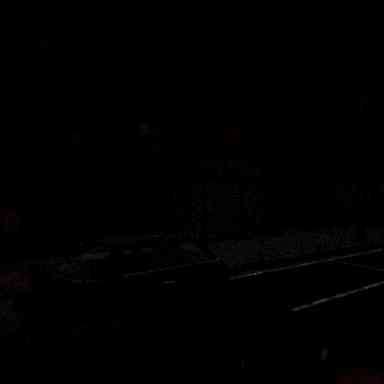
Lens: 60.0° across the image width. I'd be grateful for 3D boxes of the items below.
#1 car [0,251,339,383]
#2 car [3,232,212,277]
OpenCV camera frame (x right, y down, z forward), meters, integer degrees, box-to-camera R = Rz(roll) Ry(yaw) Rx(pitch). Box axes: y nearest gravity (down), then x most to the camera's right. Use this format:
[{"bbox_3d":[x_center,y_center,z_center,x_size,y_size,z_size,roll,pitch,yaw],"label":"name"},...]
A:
[{"bbox_3d":[-1.107,1.554,2.462,5.357,1.411,2.033,1,0,-35],"label":"car"},{"bbox_3d":[-1.299,1.464,5.598,4.097,1.590,1.967,1,-1,-35],"label":"car"}]
